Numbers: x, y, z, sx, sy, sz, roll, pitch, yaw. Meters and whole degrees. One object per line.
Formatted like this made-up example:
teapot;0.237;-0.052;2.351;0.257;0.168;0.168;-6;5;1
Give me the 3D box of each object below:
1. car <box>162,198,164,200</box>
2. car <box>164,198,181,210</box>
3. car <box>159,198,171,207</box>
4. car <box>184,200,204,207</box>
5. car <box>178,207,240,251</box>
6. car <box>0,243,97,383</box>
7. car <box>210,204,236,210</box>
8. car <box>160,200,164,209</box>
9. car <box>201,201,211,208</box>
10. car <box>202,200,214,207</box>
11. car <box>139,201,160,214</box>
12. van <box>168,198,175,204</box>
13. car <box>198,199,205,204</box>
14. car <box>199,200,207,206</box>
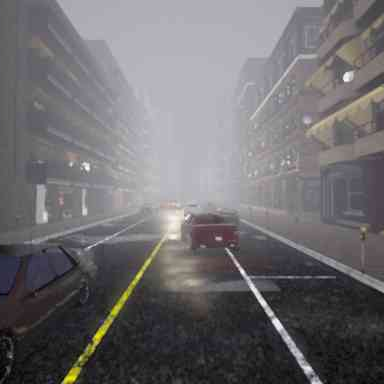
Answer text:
car;-5.675;2.303;59.629;1.887;1.381;4.507;0;-1;0
car;-3.011;2.055;55.322;2.097;1.767;4.553;0;-1;0
car;-5.671;2.216;70.904;2.192;1.841;5.009;0;-1;0
car;0.107;2.007;37.756;1.812;1.442;4.674;0;-1;0
car;0.654;1.673;15.204;1.882;1.535;5.008;0;-1;-9
car;-3.098;1.619;5.500;2.033;1.411;5.357;0;-1;0
car;2.698;1.881;25.808;2.008;1.369;4.403;0;-1;0
car;-5.678;2.167;48.358;2.008;1.369;4.403;0;-1;0
car;2.707;2.411;65.258;1.802;1.307;4.206;0;-1;0
car;2.704;2.143;48.522;1.752;1.417;4.829;0;-1;0
car;-5.679;2.096;42.721;2.008;1.369;4.403;0;-1;0
van;-5.665;2.527;93.447;1.690;1.788;3.998;0;-1;0
car;2.714;2.713;93.609;1.752;1.417;4.829;0;-1;0
car;2.712;2.625;82.166;1.802;1.307;4.206;0;-1;0
